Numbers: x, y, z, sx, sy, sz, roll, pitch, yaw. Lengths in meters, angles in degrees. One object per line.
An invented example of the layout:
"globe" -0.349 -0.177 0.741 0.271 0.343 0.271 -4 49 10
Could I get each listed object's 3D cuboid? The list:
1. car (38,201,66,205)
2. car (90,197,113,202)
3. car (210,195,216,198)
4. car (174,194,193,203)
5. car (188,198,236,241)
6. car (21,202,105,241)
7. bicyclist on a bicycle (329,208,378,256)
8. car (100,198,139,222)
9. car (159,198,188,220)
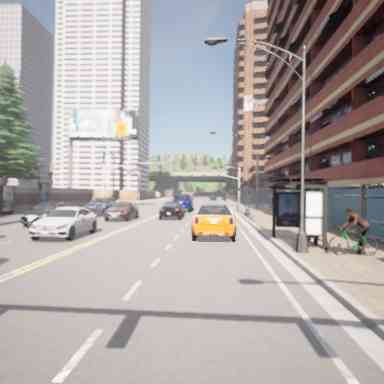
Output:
"car" -9.276 1.382 21.937 2.128 1.511 4.902 1 0 4
"car" -8.605 1.262 31.941 2.097 1.767 4.553 1 0 4
"car" 5.920 1.701 93.114 1.812 1.442 4.674 1 0 4
"car" -1.026 1.244 37.992 2.150 2.045 5.566 1 0 3
"car" 1.137 1.384 17.264 2.097 1.767 4.553 1 0 4
"car" -6.117 1.455 16.439 1.812 1.442 4.674 1 0 4
"bicyclist on a bicycle" 5.560 1.388 11.433 1.656 1.620 0.582 1 0 4
"car" -5.475 1.474 26.426 1.812 1.442 4.674 1 0 4
"car" -1.666 1.530 28.178 1.812 1.442 4.674 1 0 3
